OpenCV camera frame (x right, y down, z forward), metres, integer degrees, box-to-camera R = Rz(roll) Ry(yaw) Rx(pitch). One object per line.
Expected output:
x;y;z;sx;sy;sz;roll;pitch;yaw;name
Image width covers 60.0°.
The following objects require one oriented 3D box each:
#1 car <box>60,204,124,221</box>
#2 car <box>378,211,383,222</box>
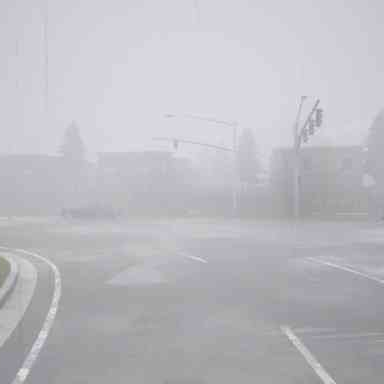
-8.007;1.601;26.634;4.718;1.301;1.895;0;0;12;car
14.962;1.492;21.750;4.902;1.511;2.128;0;0;12;car
